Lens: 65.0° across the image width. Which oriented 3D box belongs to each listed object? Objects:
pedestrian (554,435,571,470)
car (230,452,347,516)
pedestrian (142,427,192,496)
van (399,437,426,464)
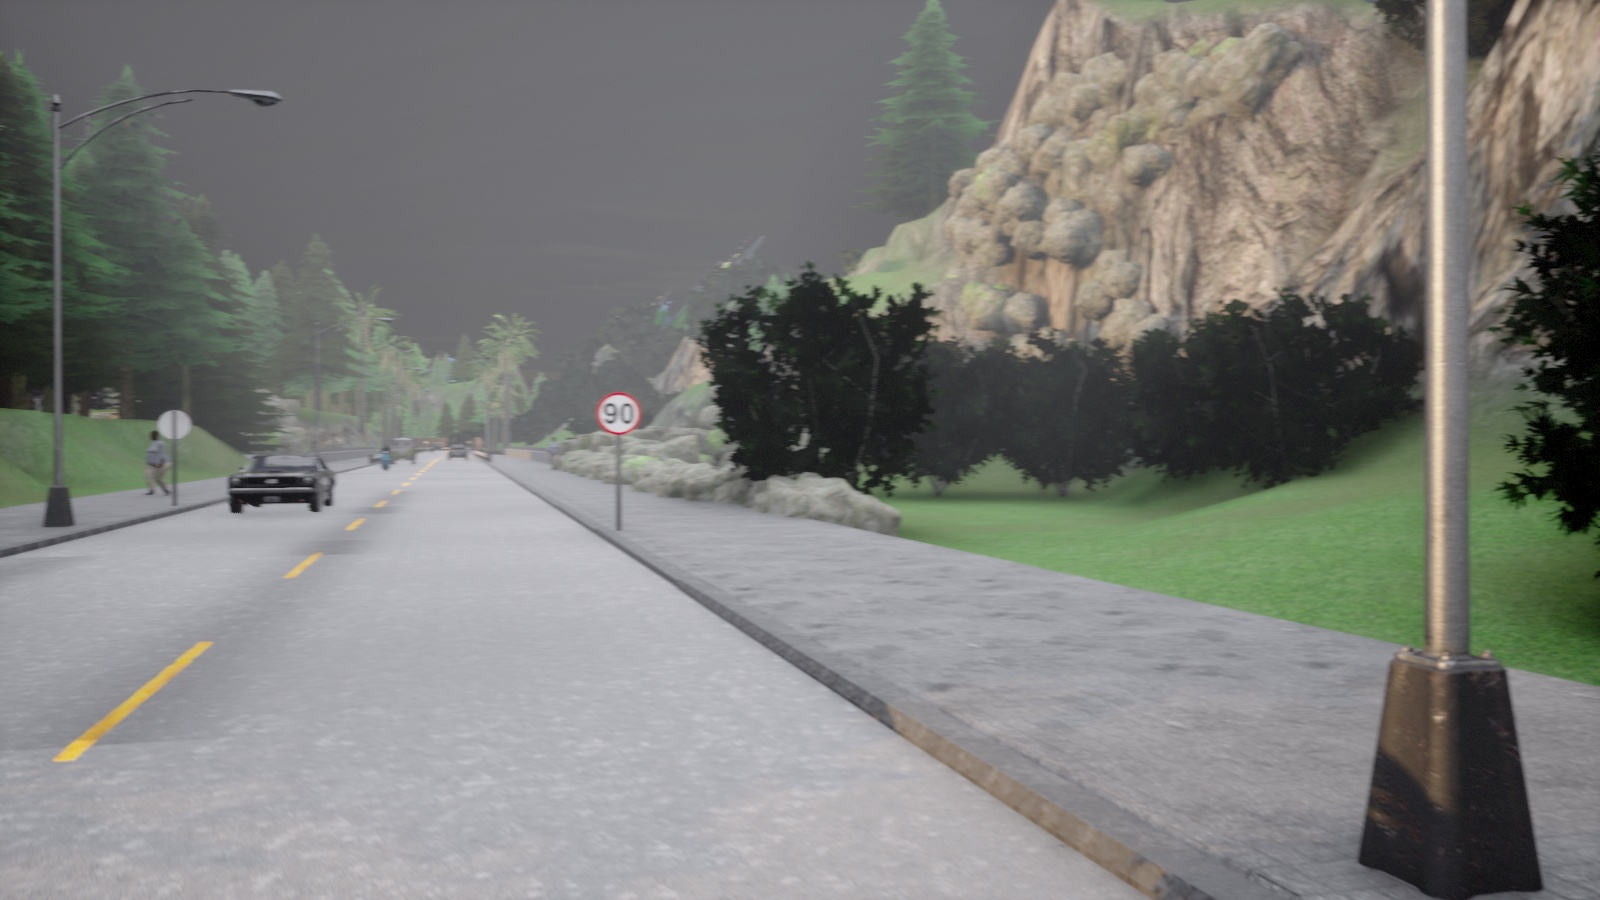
[{"bbox_3d":[-12.464,0.125,66.010,0.874,1.855,0.900,0,0,-11],"label":"pedestrian"},{"bbox_3d":[-11.637,0.715,28.858,1.895,1.301,4.718,0,0,-15],"label":"car"},{"bbox_3d":[-17.456,0.307,34.639,0.874,1.855,0.900,0,0,29],"label":"pedestrian"},{"bbox_3d":[-29.196,0.052,94.605,1.775,1.987,4.442,0,0,-15],"label":"van"}]
